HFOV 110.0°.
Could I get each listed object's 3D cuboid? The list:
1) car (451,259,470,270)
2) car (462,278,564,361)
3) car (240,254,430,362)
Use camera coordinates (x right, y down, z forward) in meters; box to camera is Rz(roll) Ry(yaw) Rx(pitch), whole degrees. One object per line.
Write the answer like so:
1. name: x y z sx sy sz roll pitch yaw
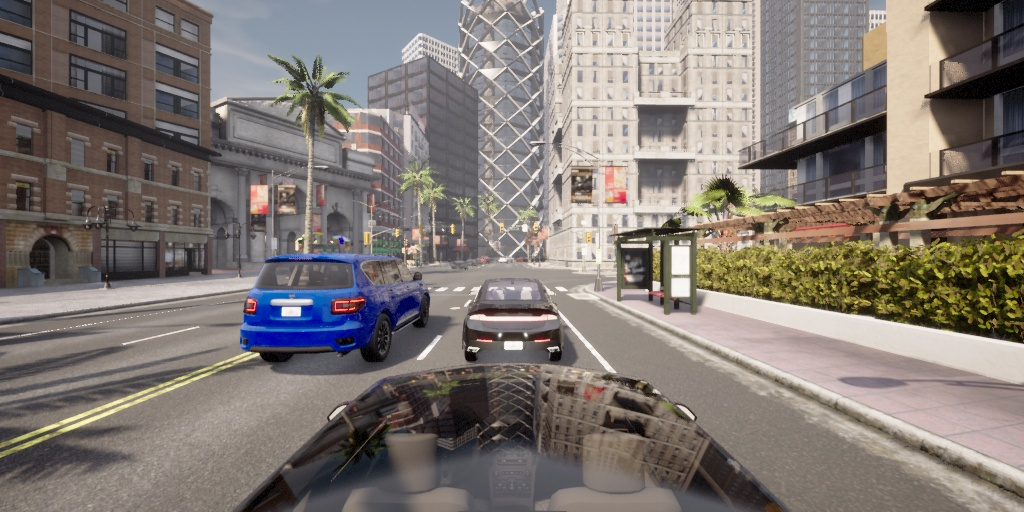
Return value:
1. car: -7.566 1.314 51.568 1.994 1.385 4.181 0 0 -2
2. car: 0.014 1.242 8.246 2.128 1.511 4.902 0 0 0
3. car: -3.487 0.971 8.333 2.150 2.045 5.566 0 0 0
